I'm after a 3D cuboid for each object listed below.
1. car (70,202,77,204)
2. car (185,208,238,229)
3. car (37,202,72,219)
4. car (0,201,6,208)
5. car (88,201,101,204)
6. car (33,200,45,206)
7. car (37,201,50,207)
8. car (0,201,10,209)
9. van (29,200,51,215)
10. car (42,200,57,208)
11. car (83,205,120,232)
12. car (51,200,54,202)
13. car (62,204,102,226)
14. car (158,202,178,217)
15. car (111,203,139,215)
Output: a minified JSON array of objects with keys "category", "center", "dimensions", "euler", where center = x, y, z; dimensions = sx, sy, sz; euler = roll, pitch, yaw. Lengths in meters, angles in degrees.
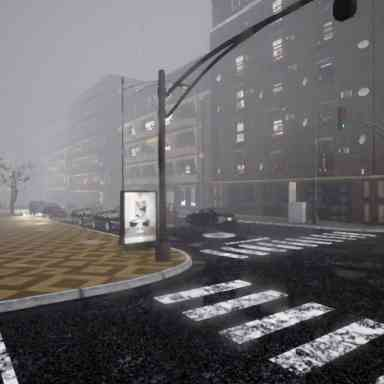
[{"category":"car","center":[-21.585,2.423,59.647],"dimensions":[1.802,1.307,4.206],"euler":[-2,0,-36]},{"category":"car","center":[1.298,1.803,23.635],"dimensions":[1.994,1.385,4.181],"euler":[-1,0,-36]},{"category":"car","center":[-14.964,2.115,36.064],"dimensions":[1.887,1.381,4.507],"euler":[-2,0,-36]},{"category":"car","center":[-44.702,2.861,77.290],"dimensions":[1.887,1.381,4.507],"euler":[-2,0,-36]},{"category":"car","center":[-15.054,2.118,50.627],"dimensions":[1.967,1.590,4.097],"euler":[-2,0,-36]},{"category":"car","center":[-37.913,2.796,82.203],"dimensions":[1.887,1.381,4.507],"euler":[-2,0,-36]},{"category":"car","center":[-34.647,2.735,77.692],"dimensions":[1.947,1.339,4.313],"euler":[-2,0,-36]},{"category":"car","center":[-38.171,2.703,68.267],"dimensions":[2.008,1.369,4.403],"euler":[-2,0,-36]},{"category":"van","center":[-19.884,2.034,42.950],"dimensions":[1.690,1.788,3.998],"euler":[-2,0,-36]},{"category":"car","center":[-31.385,2.527,73.180],"dimensions":[1.967,1.590,4.097],"euler":[-2,0,-36]},{"category":"car","center":[-5.619,1.888,23.078],"dimensions":[2.008,1.369,4.403],"euler":[-2,0,-36]},{"category":"car","center":[-25.430,2.469,60.555],"dimensions":[1.994,1.385,4.181],"euler":[-1,-1,-36]},{"category":"car","center":[-8.885,1.969,27.589],"dimensions":[2.008,1.369,4.403],"euler":[-2,0,-36]},{"category":"car","center":[-3.201,1.824,34.466],"dimensions":[1.967,1.590,4.097],"euler":[-2,0,-36]},{"category":"car","center":[-8.459,2.096,41.648],"dimensions":[1.802,1.307,4.206],"euler":[-2,0,-36]}]
